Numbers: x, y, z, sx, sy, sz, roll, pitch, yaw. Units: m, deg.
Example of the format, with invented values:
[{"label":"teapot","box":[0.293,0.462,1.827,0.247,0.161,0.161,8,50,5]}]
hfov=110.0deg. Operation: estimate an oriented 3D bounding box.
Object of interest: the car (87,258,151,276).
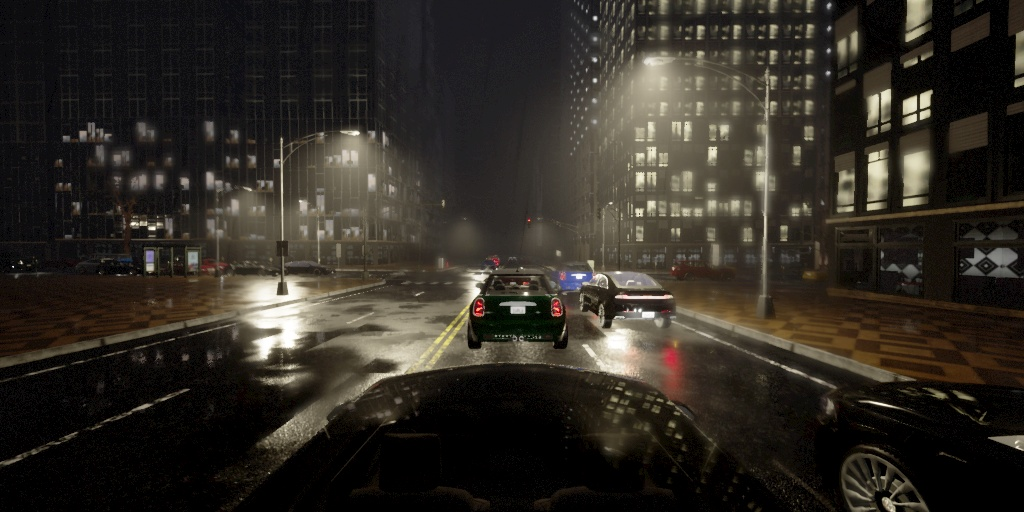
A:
[{"label":"car","box":[-34.054,1.069,31.668,4.313,1.339,1.948,0,0,1]}]

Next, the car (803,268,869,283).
[{"label":"car","box":[27.682,1.579,30.550,4.829,1.417,1.751,0,0,1]}]

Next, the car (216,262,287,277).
[{"label":"car","box":[-22.690,1.173,31.345,4.313,1.339,1.948,0,0,1]}]

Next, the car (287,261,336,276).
[{"label":"car","box":[-19.662,1.139,33.972,5.357,1.411,2.033,0,1,0]}]

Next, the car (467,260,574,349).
[{"label":"car","box":[0.111,1.099,9.300,2.097,1.767,4.553,0,0,0]}]

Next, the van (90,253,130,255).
[{"label":"van","box":[-45.233,0.604,40.344,3.998,1.789,1.690,0,0,1]}]

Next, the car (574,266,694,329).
[{"label":"car","box":[3.364,1.237,11.273,2.128,1.511,4.902,0,0,0]}]

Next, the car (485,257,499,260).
[{"label":"car","box":[-3.277,1.241,50.801,1.812,1.442,4.674,0,0,0]}]

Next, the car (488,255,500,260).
[{"label":"car","box":[-3.246,0.925,61.025,2.150,2.045,5.566,0,0,0]}]

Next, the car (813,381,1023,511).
[{"label":"car","box":[3.344,1.242,0.881,2.128,1.511,4.902,0,0,0]}]

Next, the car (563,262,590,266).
[{"label":"car","box":[3.376,1.092,20.115,2.097,1.767,4.553,0,0,0]}]

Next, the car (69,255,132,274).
[{"label":"car","box":[-38.922,0.942,34.410,4.674,1.442,1.812,1,1,2]}]

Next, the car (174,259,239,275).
[{"label":"car","box":[-29.068,1.031,34.190,4.674,1.442,1.812,1,1,1]}]

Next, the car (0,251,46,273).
[{"label":"car","box":[-49.577,0.538,34.683,5.566,2.045,2.150,1,1,-1]}]

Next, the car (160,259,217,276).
[{"label":"car","box":[-28.374,1.138,31.486,4.207,1.307,1.802,0,0,1]}]

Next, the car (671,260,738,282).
[{"label":"car","box":[16.234,1.269,30.763,5.009,1.841,2.192,0,0,1]}]
